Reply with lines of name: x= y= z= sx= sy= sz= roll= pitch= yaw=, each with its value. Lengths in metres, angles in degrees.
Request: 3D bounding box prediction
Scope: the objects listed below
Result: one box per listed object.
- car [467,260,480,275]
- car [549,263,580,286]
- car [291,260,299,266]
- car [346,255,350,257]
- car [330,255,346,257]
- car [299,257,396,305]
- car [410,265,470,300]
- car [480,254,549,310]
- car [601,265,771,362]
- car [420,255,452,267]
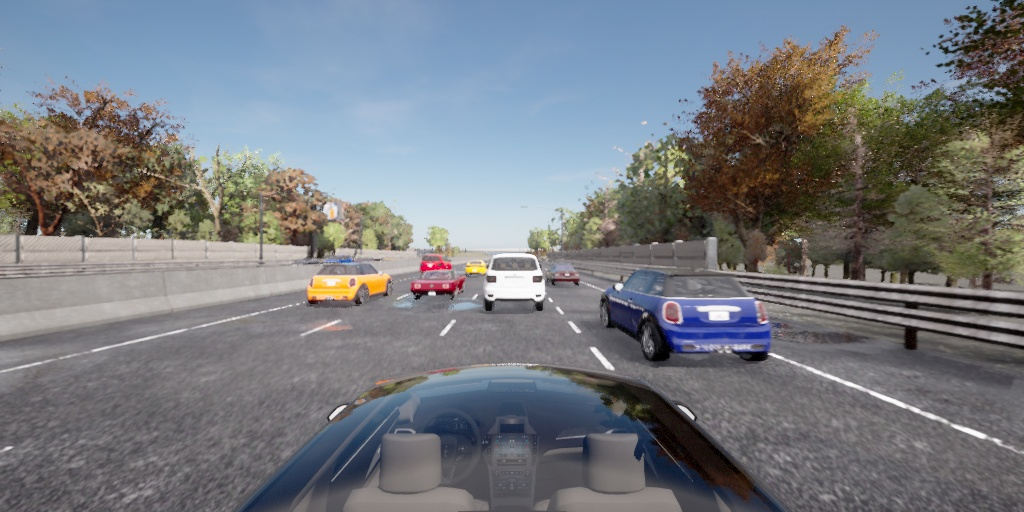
car: x=-3.461 y=1.166 z=35.627 sx=1.882 sy=1.535 sz=5.008 roll=0 pitch=0 yaw=0
car: x=3.456 y=1.219 z=25.009 sx=2.033 sy=1.411 sz=5.357 roll=0 pitch=0 yaw=0
car: x=-28.156 y=1.160 z=48.894 sx=2.128 sy=1.511 sz=4.902 roll=0 pitch=0 yaw=0
car: x=-21.158 y=1.017 z=50.861 sx=2.097 sy=1.767 sz=4.553 roll=0 pitch=0 yaw=0
car: x=-24.653 y=0.886 z=50.808 sx=2.150 sy=2.045 sz=5.566 roll=0 pitch=0 yaw=0
car: x=-6.924 y=1.073 z=15.856 sx=2.097 sy=1.767 sz=4.553 roll=0 pitch=0 yaw=0
car: x=-3.426 y=1.319 z=17.579 sx=1.895 sy=1.301 sz=4.718 roll=0 pitch=0 yaw=0
car: x=0.078 y=0.944 z=14.693 sx=2.150 sy=2.045 sz=5.566 roll=0 pitch=0 yaw=0
car: x=3.563 y=1.051 z=8.329 sx=2.097 sy=1.767 sz=4.553 roll=0 pitch=0 yaw=-1
car: x=-6.960 y=0.913 z=33.203 sx=2.150 sy=2.045 sz=5.566 roll=0 pitch=0 yaw=0
